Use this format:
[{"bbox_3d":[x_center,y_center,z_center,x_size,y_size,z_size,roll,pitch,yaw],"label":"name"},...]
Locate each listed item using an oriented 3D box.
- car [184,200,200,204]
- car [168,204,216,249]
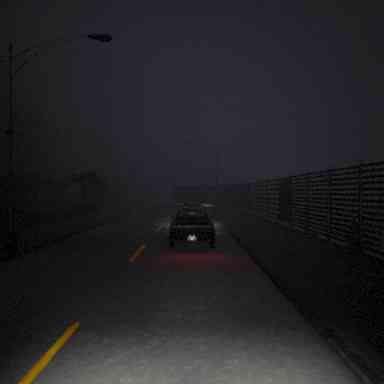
[{"bbox_3d":[0.000,1.495,29.650,2.128,1.511,4.902,0,0,0],"label":"car"},{"bbox_3d":[0.000,1.495,14.650,2.128,1.511,4.902,0,0,0],"label":"car"}]
